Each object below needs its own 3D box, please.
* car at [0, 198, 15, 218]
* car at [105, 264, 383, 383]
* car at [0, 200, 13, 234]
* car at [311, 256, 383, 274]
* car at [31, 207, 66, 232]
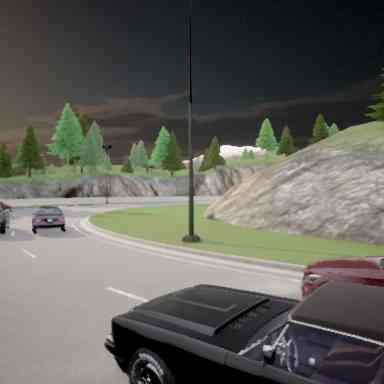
[{"bbox_3d":[-18.933,1.526,31.779,2.097,1.767,4.553,0,0,-8],"label":"car"},{"bbox_3d":[1.318,1.605,3.179,4.718,1.301,1.895,0,0,37],"label":"car"},{"bbox_3d":[-12.110,1.462,19.821,2.097,1.767,4.553,0,0,-26],"label":"car"},{"bbox_3d":[4.212,1.525,5.390,4.674,1.442,1.812,0,0,36],"label":"car"},{"bbox_3d":[-8.974,1.647,20.857,2.033,1.411,5.357,0,0,-24],"label":"car"}]
